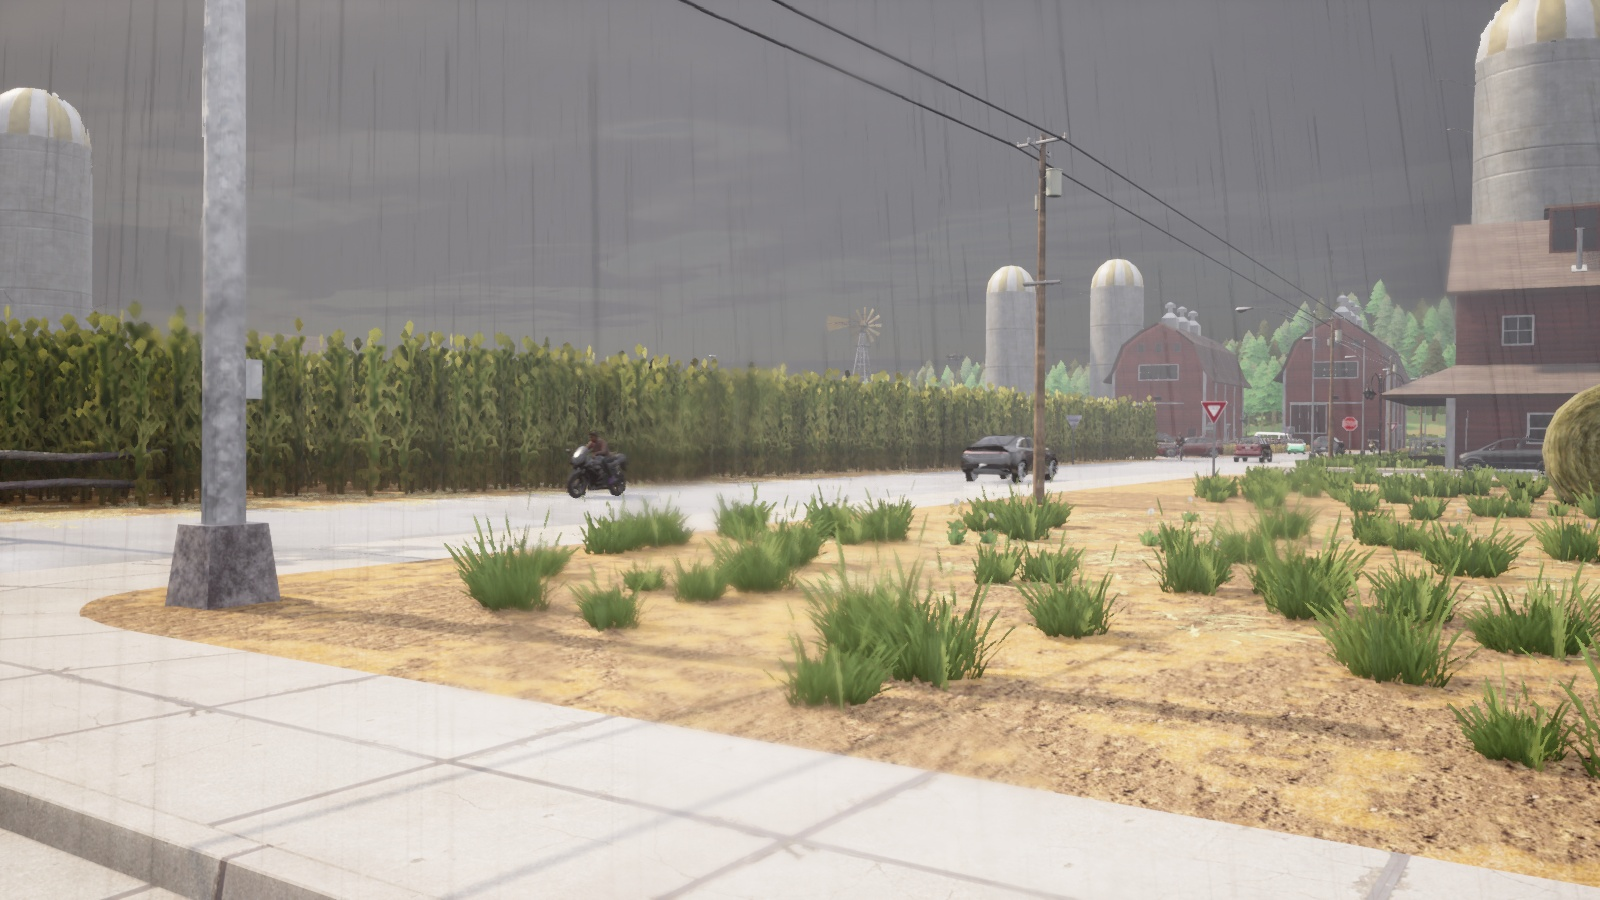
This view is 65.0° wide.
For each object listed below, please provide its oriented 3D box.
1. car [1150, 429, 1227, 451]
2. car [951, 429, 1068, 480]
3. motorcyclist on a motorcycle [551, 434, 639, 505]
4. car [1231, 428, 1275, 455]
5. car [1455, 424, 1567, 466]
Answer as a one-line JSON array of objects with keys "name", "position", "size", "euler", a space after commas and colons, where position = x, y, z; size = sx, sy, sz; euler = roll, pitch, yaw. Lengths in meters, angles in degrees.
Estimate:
[{"name": "car", "position": [27.465, -0.695, 88.841], "size": [4.792, 1.488, 2.163], "euler": [-1, 1, -2]}, {"name": "car", "position": [6.866, 0.104, 40.723], "size": [2.128, 1.511, 4.902], "euler": [0, 1, 31]}, {"name": "motorcyclist on a motorcycle", "position": [-4.578, 0.405, 28.206], "size": [0.797, 1.523, 2.044], "euler": [0, 1, 31]}, {"name": "car", "position": [27.077, -0.524, 75.003], "size": [1.789, 1.549, 3.705], "euler": [0, 1, 30]}, {"name": "car", "position": [27.518, -0.196, 48.678], "size": [3.705, 1.549, 1.789], "euler": [0, 1, 30]}]
